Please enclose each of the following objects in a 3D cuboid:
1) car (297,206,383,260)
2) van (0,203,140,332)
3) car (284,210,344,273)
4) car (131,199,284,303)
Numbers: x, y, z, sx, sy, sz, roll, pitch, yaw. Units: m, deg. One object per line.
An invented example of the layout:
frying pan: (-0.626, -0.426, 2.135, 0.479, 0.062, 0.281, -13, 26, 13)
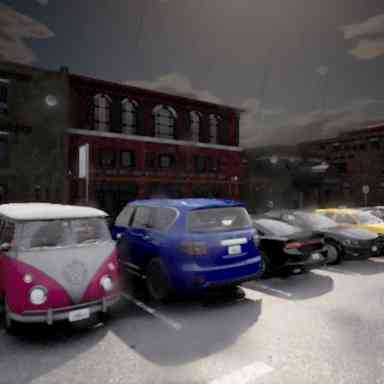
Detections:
car: (3.873, 1.389, 11.753, 2.097, 1.535, 5.008, -1, 0, -35)
van: (-2.958, 1.241, 6.731, 1.878, 1.987, 4.442, -1, 0, -35)
car: (1.580, 1.415, 10.105, 2.097, 1.535, 5.008, -1, 0, -35)
car: (-0.742, 1.189, 8.490, 2.435, 2.045, 5.566, -1, 0, -35)
